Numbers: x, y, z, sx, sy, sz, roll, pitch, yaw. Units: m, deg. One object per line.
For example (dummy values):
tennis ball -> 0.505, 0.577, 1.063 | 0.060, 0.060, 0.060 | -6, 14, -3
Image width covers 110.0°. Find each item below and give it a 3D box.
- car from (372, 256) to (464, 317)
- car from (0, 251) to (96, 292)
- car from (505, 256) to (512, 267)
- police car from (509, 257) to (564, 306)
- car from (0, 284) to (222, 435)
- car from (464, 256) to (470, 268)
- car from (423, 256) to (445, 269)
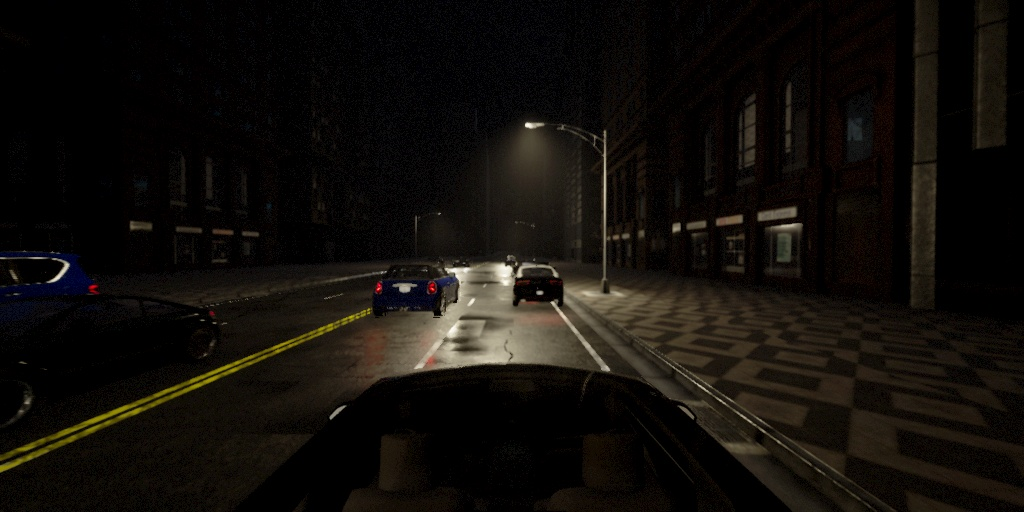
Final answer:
car -> -3.162, 0.987, 12.687 | 2.097, 1.767, 4.553 | 0, 1, 0
car -> -9.851, 0.933, 5.303 | 2.150, 2.045, 5.566 | 0, 1, 0
car -> -0.041, 0.760, 50.292 | 2.128, 1.511, 4.902 | 0, 0, 0
police car -> 0.960, 1.036, 15.001 | 1.930, 1.638, 5.238 | 0, 1, 0
car -> -6.602, 1.277, 5.177 | 1.994, 1.385, 4.181 | 0, 1, 0
car -> -6.643, 0.799, 47.330 | 1.837, 1.490, 4.892 | 0, 1, 0
car -> -9.892, 0.815, 45.767 | 1.837, 1.490, 4.892 | 0, 0, 0
